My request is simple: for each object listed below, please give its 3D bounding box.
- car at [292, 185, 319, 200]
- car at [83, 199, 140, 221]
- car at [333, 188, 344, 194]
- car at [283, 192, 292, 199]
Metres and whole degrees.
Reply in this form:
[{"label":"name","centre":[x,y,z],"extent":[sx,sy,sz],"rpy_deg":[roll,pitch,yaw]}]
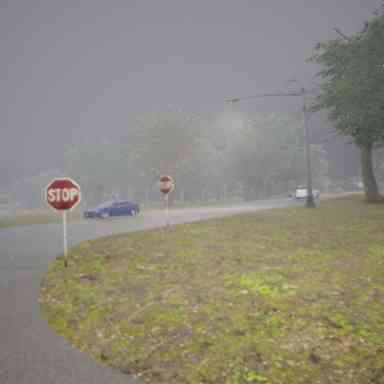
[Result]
[{"label":"car","centre":[16.954,0.084,48.620],"extent":[2.150,2.045,5.566],"rpy_deg":[-4,-1,34]},{"label":"car","centre":[-6.387,1.393,26.714],"extent":[1.882,1.535,5.008],"rpy_deg":[-4,-1,34]},{"label":"car","centre":[37.482,-0.245,85.103],"extent":[2.128,1.511,4.902],"rpy_deg":[-4,-1,33]},{"label":"car","centre":[19.141,0.610,64.175],"extent":[1.895,1.301,4.718],"rpy_deg":[-4,-1,34]}]
